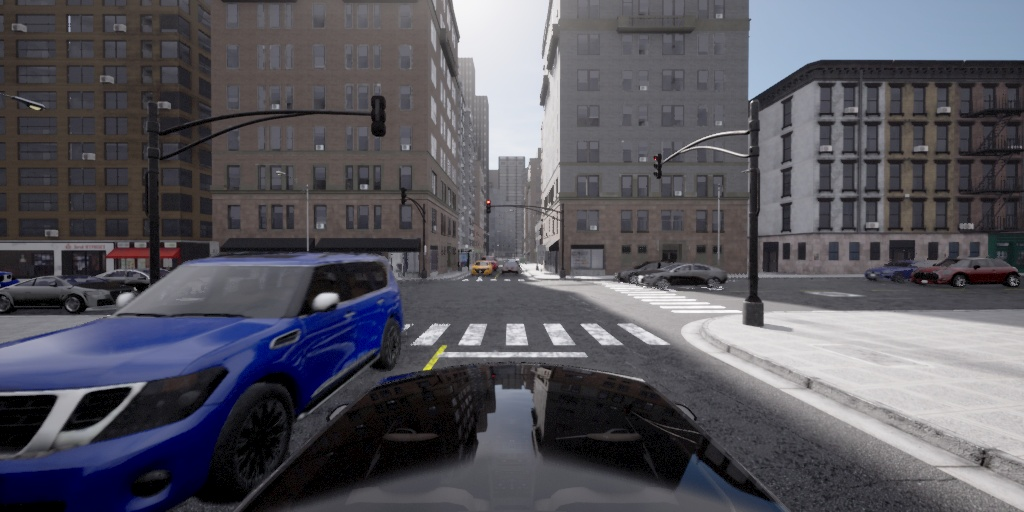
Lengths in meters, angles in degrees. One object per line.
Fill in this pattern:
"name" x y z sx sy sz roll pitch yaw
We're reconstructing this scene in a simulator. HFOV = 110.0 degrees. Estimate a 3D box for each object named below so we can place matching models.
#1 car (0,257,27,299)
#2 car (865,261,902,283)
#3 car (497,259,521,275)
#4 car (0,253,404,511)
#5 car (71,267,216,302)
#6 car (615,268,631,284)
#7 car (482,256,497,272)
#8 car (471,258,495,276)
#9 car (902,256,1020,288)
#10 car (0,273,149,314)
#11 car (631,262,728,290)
"car" -27.879 1.111 17.439 5.566 2.045 2.150 0 1 -1
"car" 26.916 1.040 24.429 4.674 1.442 1.812 0 1 0
"car" -0.103 1.304 39.394 2.033 1.411 5.357 0 0 3
"car" -3.152 0.971 4.775 2.150 2.045 5.566 0 0 0
"car" -17.797 1.335 17.510 4.902 1.511 2.128 0 1 1
"car" 9.497 1.135 24.368 4.892 1.490 1.837 0 1 0
"car" -3.124 0.984 47.482 2.150 2.045 5.566 0 0 0
"car" -3.115 1.233 37.526 1.882 1.535 5.008 0 0 0
"car" 26.600 0.903 21.174 4.553 1.767 2.097 0 1 0
"car" -17.527 1.442 14.251 4.181 1.385 1.994 0 1 0
"car" 9.971 1.154 21.092 4.902 1.511 2.128 0 1 0
